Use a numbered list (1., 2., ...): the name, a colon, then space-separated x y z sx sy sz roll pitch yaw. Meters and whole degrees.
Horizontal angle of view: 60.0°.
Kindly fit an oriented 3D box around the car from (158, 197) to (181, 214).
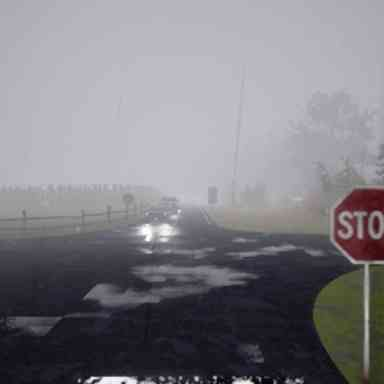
1. car: -2.824 1.562 40.058 2.150 2.045 5.566 0 -1 0

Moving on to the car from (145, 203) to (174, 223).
1. car: -2.832 1.838 28.333 1.895 1.301 4.718 0 -1 0

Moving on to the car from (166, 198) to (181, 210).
1. car: -2.806 1.793 51.201 2.097 1.767 4.553 0 -1 0
